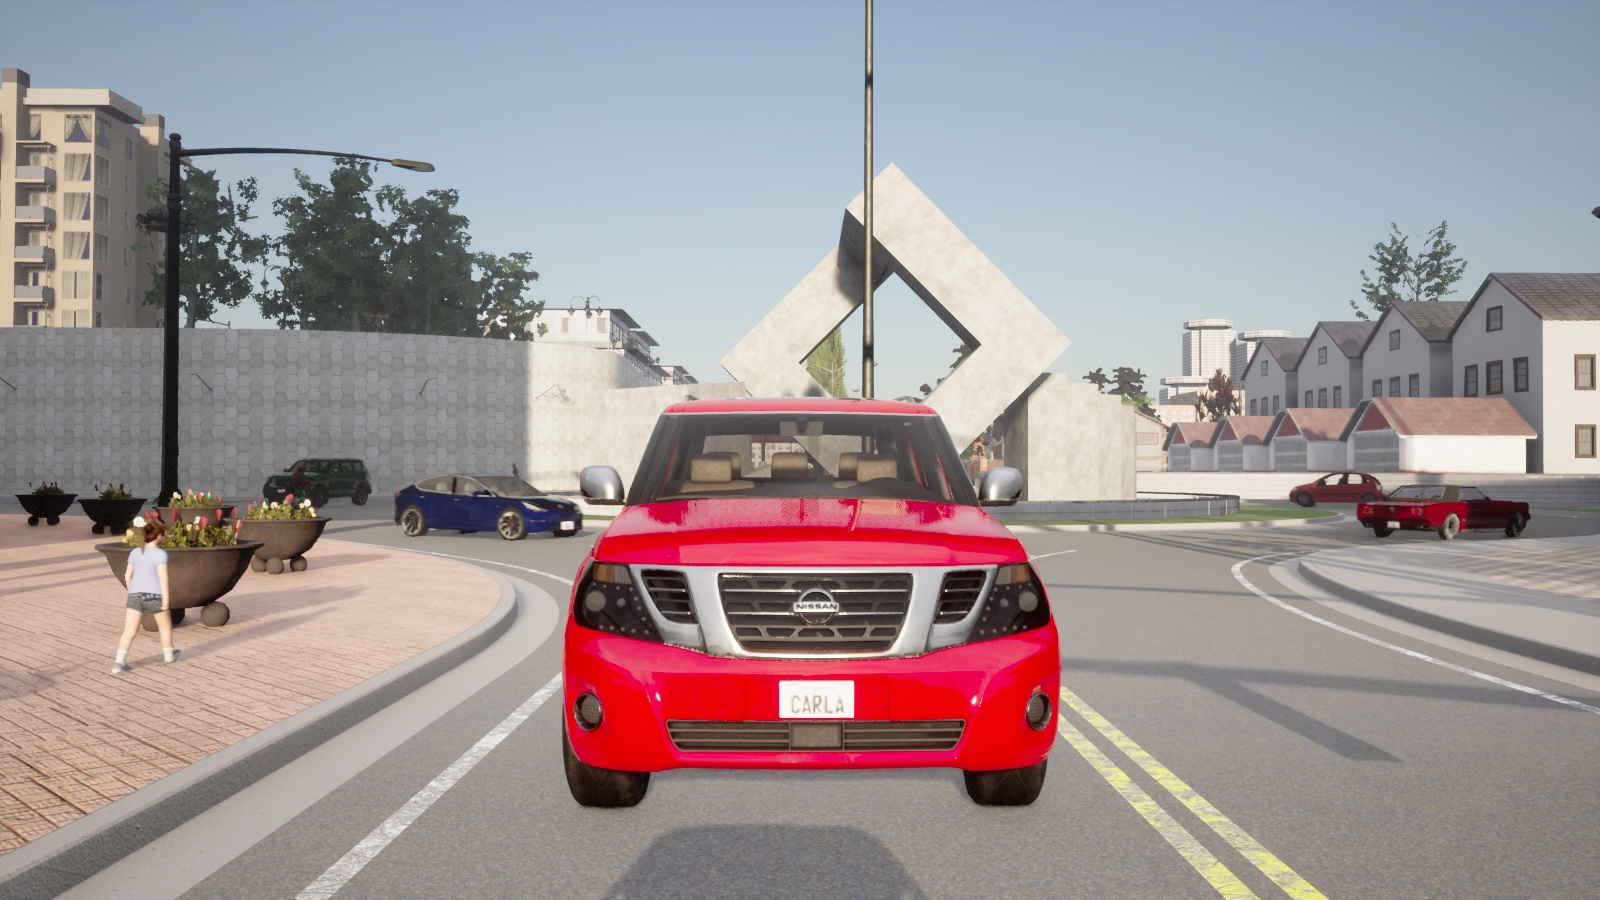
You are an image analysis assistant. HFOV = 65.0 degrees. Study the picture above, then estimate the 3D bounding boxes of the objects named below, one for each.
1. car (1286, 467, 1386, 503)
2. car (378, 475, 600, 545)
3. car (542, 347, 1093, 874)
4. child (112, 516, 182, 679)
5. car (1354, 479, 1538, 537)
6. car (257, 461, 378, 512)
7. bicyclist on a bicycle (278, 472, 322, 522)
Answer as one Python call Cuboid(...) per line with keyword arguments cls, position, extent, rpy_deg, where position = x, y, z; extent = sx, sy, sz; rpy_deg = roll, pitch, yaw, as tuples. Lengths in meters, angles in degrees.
Cuboid(cls="car", position=(24.365, 1.572, 57.091), extent=(3.988, 1.617, 1.851), rpy_deg=(-1, -1, 29))
Cuboid(cls="car", position=(-7.199, 1.329, 28.987), extent=(4.792, 1.488, 2.163), rpy_deg=(-1, -1, 30))
Cuboid(cls="car", position=(-0.008, 0.662, 7.703), extent=(2.150, 2.045, 5.566), rpy_deg=(0, -1, -2))
Cuboid(cls="child", position=(-4.621, 1.027, 8.892), extent=(0.255, 1.110, 0.394), rpy_deg=(0, -1, 7))
Cuboid(cls="car", position=(15.798, 1.365, 30.648), extent=(4.718, 1.301, 1.895), rpy_deg=(0, -1, -33))
Cuboid(cls="car", position=(-20.236, 1.504, 53.007), extent=(2.150, 2.045, 5.566), rpy_deg=(0, -1, 11))
Cuboid(cls="bicyclist on a bicycle", position=(-16.504, 1.527, 41.429), extent=(1.656, 1.620, 0.582), rpy_deg=(-1, 0, 38))
